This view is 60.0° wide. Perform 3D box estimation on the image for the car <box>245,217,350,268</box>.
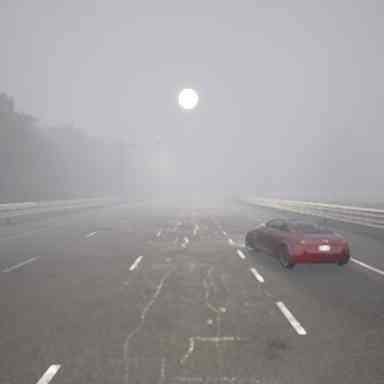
[{"bbox_3d":[3.362,1.543,11.336,1.994,1.385,4.181,0,0,-11],"label":"car"}]
